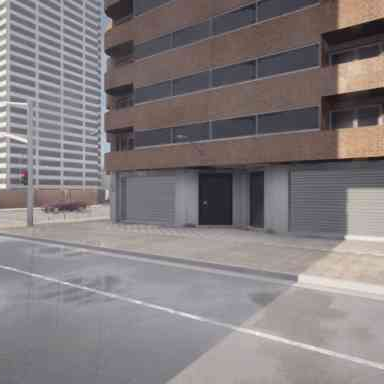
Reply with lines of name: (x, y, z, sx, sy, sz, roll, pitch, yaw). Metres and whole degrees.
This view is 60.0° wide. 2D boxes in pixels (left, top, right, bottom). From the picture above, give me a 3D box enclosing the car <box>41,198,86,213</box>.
car: (-14.151, 1.477, 36.930, 1.882, 1.535, 5.008, 0, 0, 35)
